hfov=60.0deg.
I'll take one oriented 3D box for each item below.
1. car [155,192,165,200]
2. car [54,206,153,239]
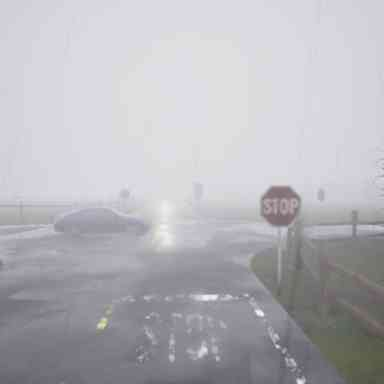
[{"bbox_3d":[-6.625,0.792,68.912,1.812,1.442,4.674,0,0,-5],"label":"car"},{"bbox_3d":[-4.277,1.437,16.310,4.674,1.442,1.812,0,0,-6],"label":"car"}]
